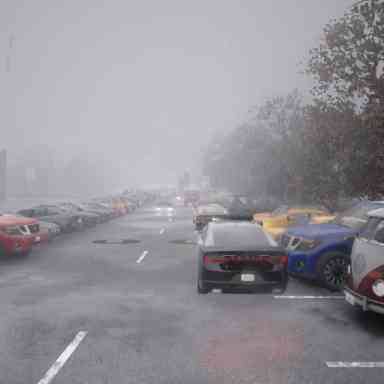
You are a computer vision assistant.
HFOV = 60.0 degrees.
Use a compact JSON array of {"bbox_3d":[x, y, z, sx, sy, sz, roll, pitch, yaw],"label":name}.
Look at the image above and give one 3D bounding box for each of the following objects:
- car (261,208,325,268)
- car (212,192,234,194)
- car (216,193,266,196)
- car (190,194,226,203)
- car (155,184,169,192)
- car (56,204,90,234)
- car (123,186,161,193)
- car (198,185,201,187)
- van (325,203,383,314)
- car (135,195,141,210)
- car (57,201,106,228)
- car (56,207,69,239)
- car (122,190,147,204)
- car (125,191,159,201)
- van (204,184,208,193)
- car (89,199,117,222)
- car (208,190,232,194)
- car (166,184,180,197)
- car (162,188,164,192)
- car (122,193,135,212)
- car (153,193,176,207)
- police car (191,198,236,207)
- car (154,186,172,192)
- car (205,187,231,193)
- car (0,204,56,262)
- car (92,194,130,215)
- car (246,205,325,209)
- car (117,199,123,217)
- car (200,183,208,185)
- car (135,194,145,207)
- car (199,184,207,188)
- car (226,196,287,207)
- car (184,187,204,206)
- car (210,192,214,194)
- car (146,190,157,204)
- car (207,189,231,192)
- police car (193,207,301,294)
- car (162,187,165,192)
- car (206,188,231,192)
[{"bbox_3d":[5.248,1.479,11.285,5.366,1.575,1.946,0,0,0],"label":"car"},{"bbox_3d":[5.114,1.142,39.290,5.008,1.535,2.097,0,2,0],"label":"car"},{"bbox_3d":[5.107,1.218,36.373,4.892,1.521,2.231,0,2,0],"label":"car"},{"bbox_3d":[1.099,1.291,24.777,2.097,1.767,4.553,0,1,0],"label":"car"},{"bbox_3d":[-8.173,-0.646,91.217,4.792,1.488,2.163,0,3,0],"label":"car"},{"bbox_3d":[-8.035,1.507,16.841,4.792,1.488,2.163,0,0,0],"label":"car"},{"bbox_3d":[-7.910,0.514,50.268,5.566,2.045,2.435,0,2,0],"label":"car"},{"bbox_3d":[0.120,0.245,58.685,2.097,1.767,4.553,0,3,0],"label":"car"},{"bbox_3d":[4.935,1.255,5.716,4.442,1.987,1.878,0,0,0],"label":"van"},{"bbox_3d":[-7.943,1.310,33.562,4.792,1.488,2.163,0,1,0],"label":"car"},{"bbox_3d":[-8.006,1.465,19.628,5.008,1.535,2.097,0,0,0],"label":"car"},{"bbox_3d":[-8.014,1.522,14.055,4.674,1.452,2.002,0,0,0],"label":"car"},{"bbox_3d":[-7.992,1.021,39.131,4.553,1.767,2.185,0,2,0],"label":"car"},{"bbox_3d":[-7.938,0.644,53.070,5.008,1.535,2.097,0,2,0],"label":"car"},{"bbox_3d":[5.037,0.011,61.455,4.442,1.987,1.878,-1,3,0],"label":"van"},{"bbox_3d":[-8.001,1.445,22.417,5.008,1.535,2.097,0,1,0],"label":"car"},{"bbox_3d":[5.321,0.872,47.522,5.366,1.575,1.946,0,2,0],"label":"car"},{"bbox_3d":[-3.397,-0.034,64.606,2.097,1.767,4.553,0,2,0],"label":"car"},{"bbox_3d":[-7.892,0.406,58.630,4.792,1.488,2.163,0,3,0],"label":"car"},{"bbox_3d":[-7.947,1.210,30.772,4.553,1.767,2.185,0,1,0],"label":"car"},{"bbox_3d":[-3.512,1.162,42.769,1.895,1.301,4.718,0,2,0],"label":"car"},{"bbox_3d":[1.088,1.414,18.921,1.930,1.638,5.238,0,0,0],"label":"police car"},{"bbox_3d":[-8.136,-0.834,93.987,5.008,1.535,2.097,0,3,0],"label":"car"},{"bbox_3d":[5.161,0.407,58.797,4.674,1.452,2.002,0,3,0],"label":"car"},{"bbox_3d":[-7.989,1.230,11.272,5.566,2.045,2.435,0,0,0],"label":"car"},{"bbox_3d":[-7.952,1.255,27.992,4.553,1.767,2.185,0,1,0],"label":"car"},{"bbox_3d":[5.063,1.482,14.194,5.008,1.535,2.097,0,0,0],"label":"car"},{"bbox_3d":[-7.986,1.457,25.207,4.674,1.452,2.002,0,0,0],"label":"car"},{"bbox_3d":[4.967,-0.808,91.316,4.553,1.767,2.185,0,3,0],"label":"car"},{"bbox_3d":[-7.996,1.247,36.349,4.792,1.488,2.163,0,1,0],"label":"car"},{"bbox_3d":[4.927,-0.525,88.556,5.008,1.535,2.097,0,3,0],"label":"car"},{"bbox_3d":[4.911,1.374,28.140,5.366,1.575,1.946,0,1,0],"label":"car"},{"bbox_3d":[0.104,0.706,45.001,2.150,2.045,5.566,0,2,1],"label":"car"},{"bbox_3d":[5.120,1.061,42.079,5.008,1.535,2.097,0,2,0],"label":"car"},{"bbox_3d":[-7.950,0.878,47.491,4.892,1.521,2.231,0,2,0],"label":"car"},{"bbox_3d":[5.327,0.760,50.315,5.366,1.575,1.946,0,2,0],"label":"car"},{"bbox_3d":[1.068,1.427,8.923,1.930,1.638,5.238,0,0,0],"label":"police car"},{"bbox_3d":[-7.945,0.268,61.411,4.792,1.488,2.163,0,3,0],"label":"car"},{"bbox_3d":[5.156,0.545,56.016,4.674,1.452,2.002,0,3,0],"label":"car"}]
